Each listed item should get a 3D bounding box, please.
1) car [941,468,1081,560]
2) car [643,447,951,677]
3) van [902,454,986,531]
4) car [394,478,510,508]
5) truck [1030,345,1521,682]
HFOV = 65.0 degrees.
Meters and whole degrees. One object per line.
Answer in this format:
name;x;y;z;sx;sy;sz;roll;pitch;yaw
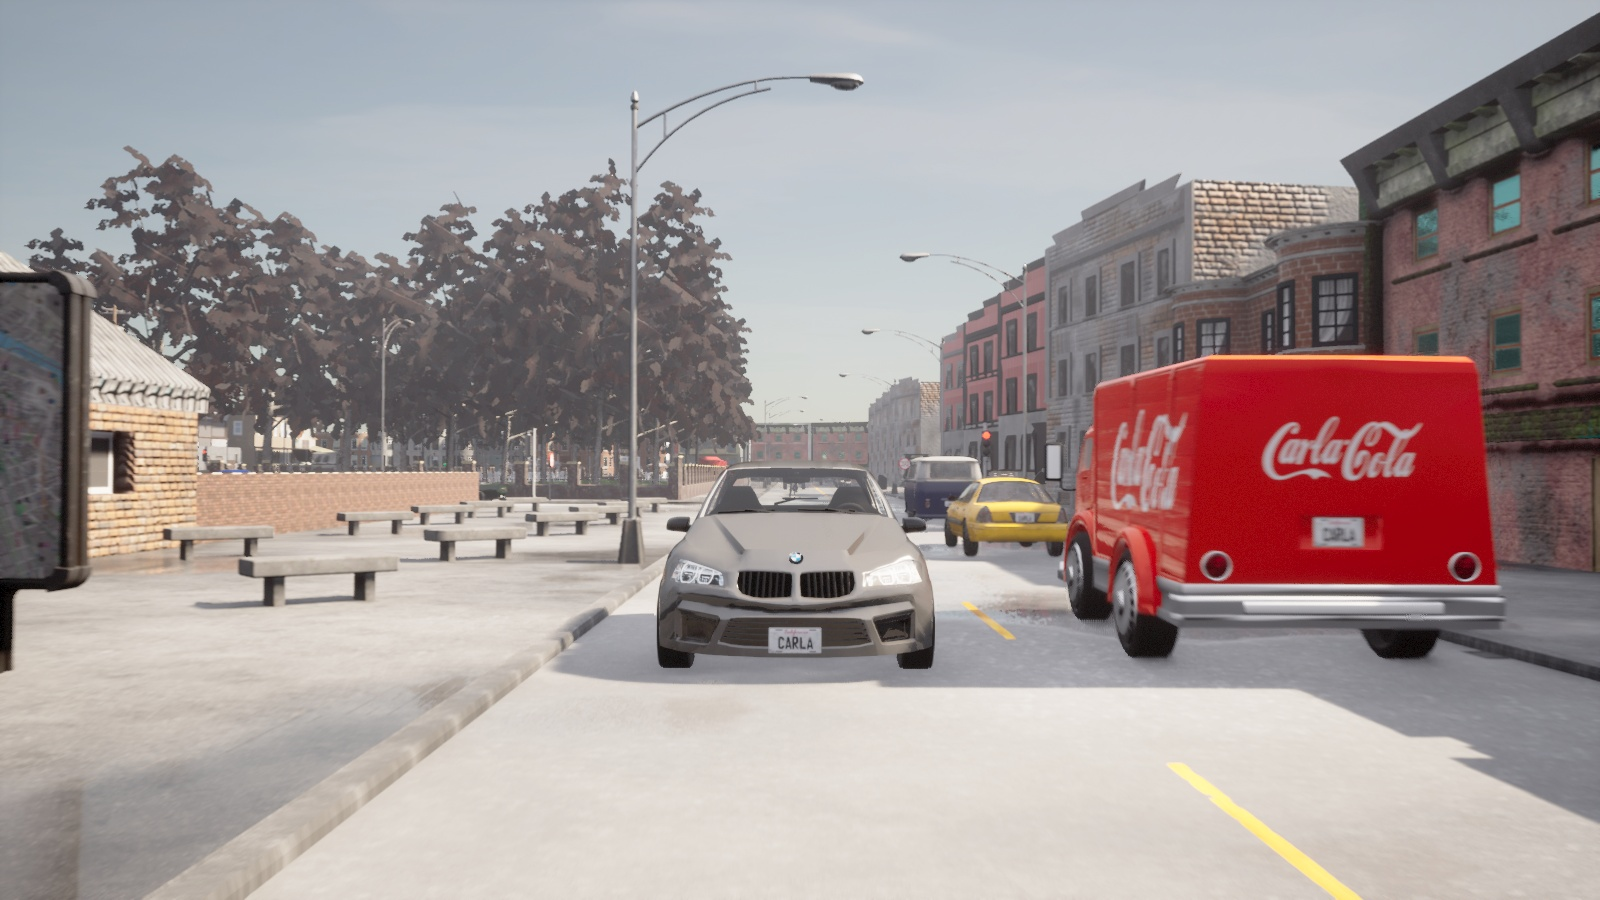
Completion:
car;3.939;1.146;24.388;1.801;1.575;5.366;0;-1;0
car;-0.029;0.851;11.469;2.242;1.667;4.611;0;-1;0
van;3.896;1.132;34.647;1.775;1.987;4.442;0;-1;0
car;-15.576;1.920;56.325;4.718;1.301;1.895;0;-1;-2
truck;3.969;0.510;11.842;2.627;2.467;5.204;0;-1;0
